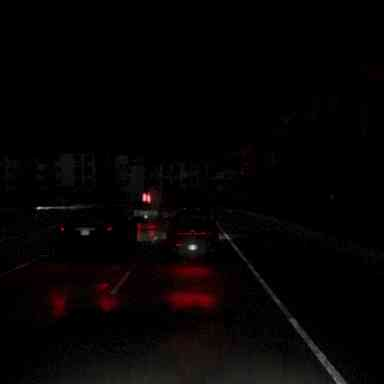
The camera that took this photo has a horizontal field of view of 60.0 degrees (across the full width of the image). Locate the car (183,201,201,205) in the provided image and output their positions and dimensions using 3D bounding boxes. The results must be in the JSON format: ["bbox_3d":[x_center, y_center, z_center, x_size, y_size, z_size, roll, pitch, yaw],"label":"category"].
[{"bbox_3d":[0.019,1.486,28.036,2.128,1.511,4.902,0,0,0],"label":"car"}]

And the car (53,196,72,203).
[{"bbox_3d":[-20.802,1.466,52.203,5.008,1.535,1.882,0,-1,35],"label":"car"}]

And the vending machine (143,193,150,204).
[{"bbox_3d":[-8.708,1.182,63.747,0.880,2.100,1.100,0,0,41],"label":"vending machine"}]

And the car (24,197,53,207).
[{"bbox_3d":[-23.166,1.554,49.507,4.181,1.385,1.994,0,0,36],"label":"car"}]

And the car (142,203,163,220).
[{"bbox_3d":[-3.482,1.595,27.421,1.895,1.301,4.718,0,0,0],"label":"car"}]

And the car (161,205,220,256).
[{"bbox_3d":[0.043,1.503,13.056,1.837,1.490,4.892,0,0,1],"label":"car"}]

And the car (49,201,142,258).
[{"bbox_3d":[-3.457,1.349,12.944,2.097,1.767,4.553,0,0,1],"label":"car"}]
